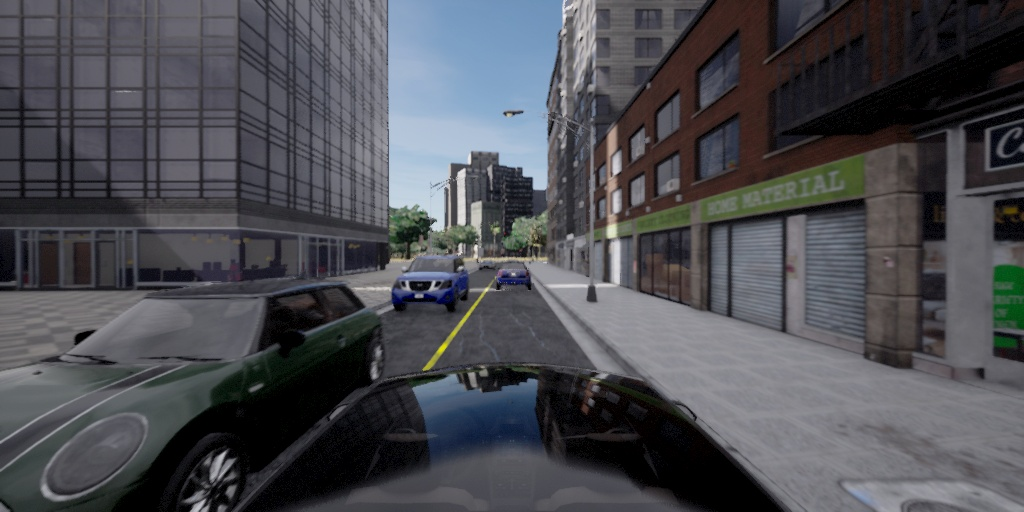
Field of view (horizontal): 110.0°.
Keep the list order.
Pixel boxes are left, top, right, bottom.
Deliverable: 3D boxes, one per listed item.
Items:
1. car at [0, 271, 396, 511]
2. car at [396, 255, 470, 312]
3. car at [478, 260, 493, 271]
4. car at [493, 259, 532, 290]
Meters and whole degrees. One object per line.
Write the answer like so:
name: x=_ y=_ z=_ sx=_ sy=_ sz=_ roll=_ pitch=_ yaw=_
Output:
car: x=-3.094 y=1.102 z=3.884 sx=2.097 sy=1.767 sz=4.553 roll=0 pitch=0 yaw=0
car: x=-3.054 y=0.969 z=14.649 sx=2.150 sy=2.045 sz=5.566 roll=0 pitch=0 yaw=0
car: x=-3.074 y=1.136 z=45.027 sx=1.994 sy=1.385 sz=4.181 roll=0 pitch=1 yaw=0
car: x=0.102 y=1.085 z=22.745 sx=2.097 sy=1.767 sz=4.553 roll=0 pitch=0 yaw=0
